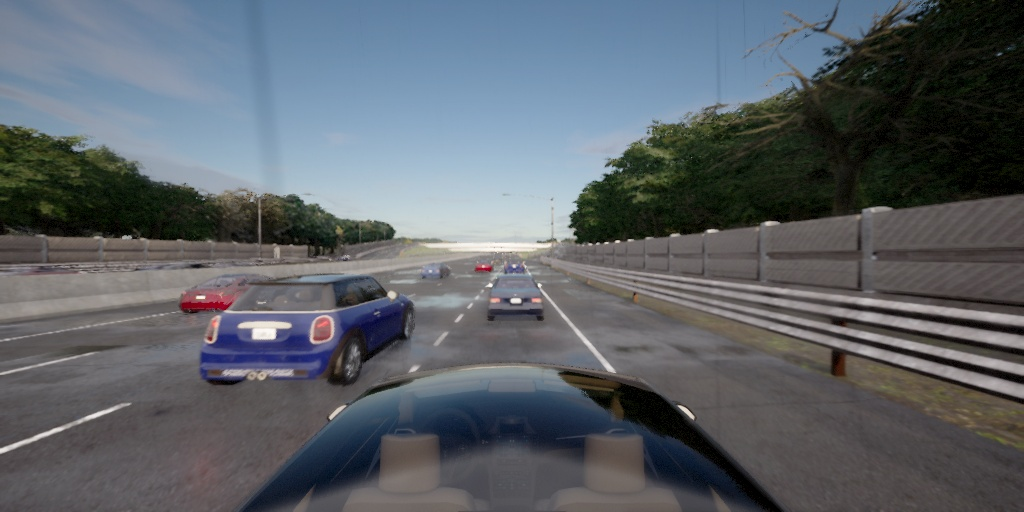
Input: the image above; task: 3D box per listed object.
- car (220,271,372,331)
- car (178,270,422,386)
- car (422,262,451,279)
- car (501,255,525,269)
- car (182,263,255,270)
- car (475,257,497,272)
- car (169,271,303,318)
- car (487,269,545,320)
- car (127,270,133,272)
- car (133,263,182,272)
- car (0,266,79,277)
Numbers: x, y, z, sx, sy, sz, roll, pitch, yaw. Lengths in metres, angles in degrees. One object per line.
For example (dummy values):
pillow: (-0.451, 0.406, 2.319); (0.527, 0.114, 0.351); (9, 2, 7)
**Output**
car: (-6.882, 1.346, 12.386); (2.033, 1.411, 5.357); (0, 0, 0)
car: (-3.494, 1.128, 7.188); (2.097, 1.767, 4.553); (0, 0, 0)
car: (-6.788, 1.282, 32.377); (2.033, 1.411, 5.357); (0, 1, 0)
car: (0.250, 1.028, 37.411); (2.097, 1.767, 4.553); (0, 1, 0)
car: (-21.020, 1.272, 26.624); (2.128, 1.511, 4.902); (0, 0, 0)
car: (-3.300, 1.149, 43.594); (1.994, 1.385, 4.181); (0, 1, 1)
car: (-10.377, 1.367, 13.967); (1.994, 1.385, 4.181); (0, 0, 0)
car: (0.120, 1.348, 12.845); (2.033, 1.411, 5.357); (0, 0, 0)
car: (-28.006, 1.333, 28.262); (1.994, 1.385, 4.181); (0, 0, 0)
car: (-24.519, 1.286, 26.655); (1.837, 1.490, 4.892); (0, 0, 0)
car: (-31.535, 1.360, 23.662); (1.994, 1.385, 4.181); (0, 0, 0)
